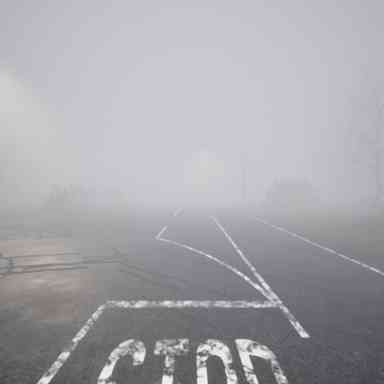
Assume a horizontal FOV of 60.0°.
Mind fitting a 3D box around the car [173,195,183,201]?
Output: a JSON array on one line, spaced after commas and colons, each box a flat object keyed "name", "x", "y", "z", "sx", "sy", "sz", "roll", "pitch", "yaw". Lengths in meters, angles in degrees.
[{"name": "car", "x": -3.253, "y": 1.470, "z": 77.906, "sx": 1.895, "sy": 1.301, "sz": 4.718, "roll": 0, "pitch": 0, "yaw": 2}]
